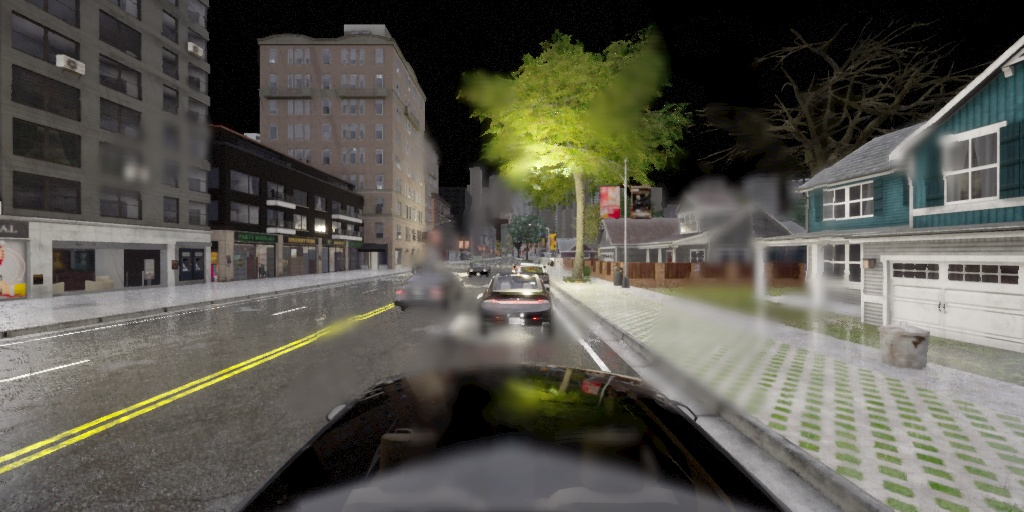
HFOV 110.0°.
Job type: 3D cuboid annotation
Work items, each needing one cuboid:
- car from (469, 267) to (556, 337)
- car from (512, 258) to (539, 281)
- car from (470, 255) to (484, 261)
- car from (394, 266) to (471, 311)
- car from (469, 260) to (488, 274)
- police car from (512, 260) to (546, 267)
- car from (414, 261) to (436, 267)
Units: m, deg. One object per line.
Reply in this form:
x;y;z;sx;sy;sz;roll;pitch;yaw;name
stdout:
0.130;1.239;10.333;2.128;1.511;4.902;0;0;0;car
1.080;1.082;30.443;2.097;1.767;4.553;0;0;0;car
-6.301;0.921;64.527;2.150;2.045;5.566;0;0;1;car
-3.111;1.292;14.449;2.033;1.411;5.357;0;0;0;car
-3.029;1.327;34.620;1.895;1.301;4.718;0;0;0;car
1.044;1.165;20.583;1.930;1.638;5.238;0;0;0;police car
-9.709;1.285;40.118;1.994;1.385;4.181;0;0;0;car
